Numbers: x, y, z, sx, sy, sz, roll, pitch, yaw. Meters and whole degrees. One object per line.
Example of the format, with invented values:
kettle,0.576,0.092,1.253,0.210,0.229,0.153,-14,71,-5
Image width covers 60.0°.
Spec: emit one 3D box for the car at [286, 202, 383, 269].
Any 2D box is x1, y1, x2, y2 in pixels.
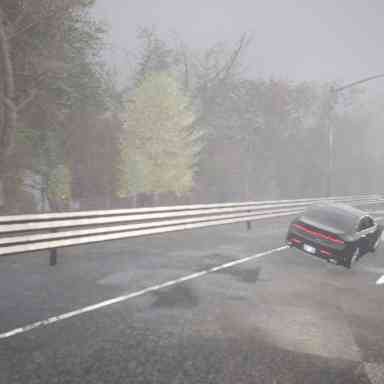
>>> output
car,4.715,1.156,10.581,1.837,1.490,4.892,22,16,37
